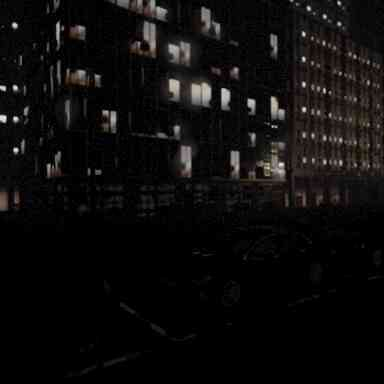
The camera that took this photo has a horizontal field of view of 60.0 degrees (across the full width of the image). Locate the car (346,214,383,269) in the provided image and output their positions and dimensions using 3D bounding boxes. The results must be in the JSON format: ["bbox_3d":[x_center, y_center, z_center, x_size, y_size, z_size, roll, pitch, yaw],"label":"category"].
[{"bbox_3d":[5.839,1.431,10.725,4.507,1.381,1.887,-1,0,-35],"label":"car"}]

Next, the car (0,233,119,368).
[{"bbox_3d":[-3.169,1.442,4.301,4.097,1.590,1.967,-1,0,-35],"label":"car"}]

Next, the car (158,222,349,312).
[{"bbox_3d":[1.335,1.494,7.513,4.403,1.369,2.008,-1,0,-35],"label":"car"}]
